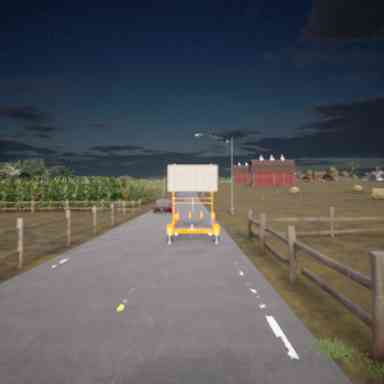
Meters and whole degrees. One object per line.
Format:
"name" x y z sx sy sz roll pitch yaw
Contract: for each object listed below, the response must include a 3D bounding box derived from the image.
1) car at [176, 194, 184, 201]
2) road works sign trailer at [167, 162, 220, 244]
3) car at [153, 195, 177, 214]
"car" -2.756 1.136 74.560 1.882 1.535 5.008 0 1 0
"road works sign trailer" 0.037 0.423 15.581 2.380 3.560 2.880 0 0 -1
"car" -2.847 1.388 33.944 1.882 1.535 5.008 0 0 0
